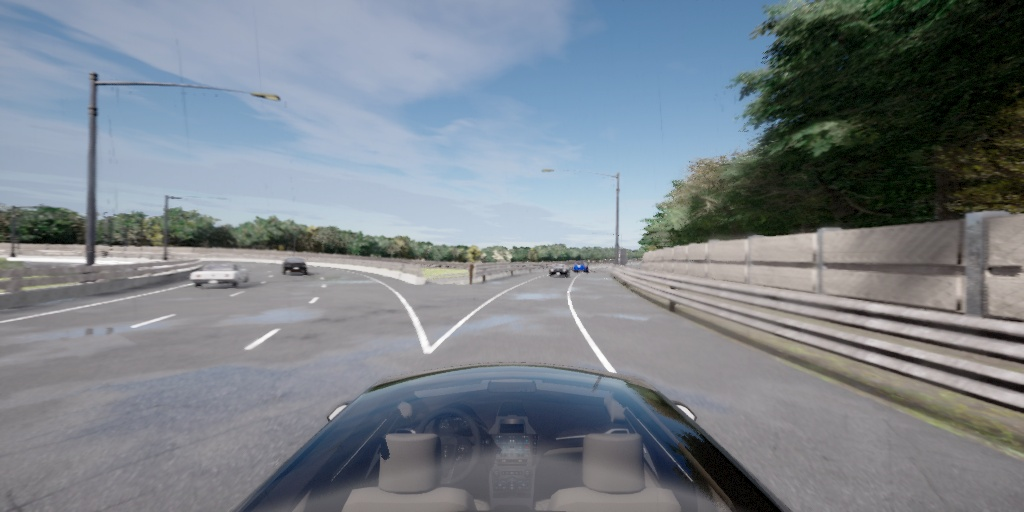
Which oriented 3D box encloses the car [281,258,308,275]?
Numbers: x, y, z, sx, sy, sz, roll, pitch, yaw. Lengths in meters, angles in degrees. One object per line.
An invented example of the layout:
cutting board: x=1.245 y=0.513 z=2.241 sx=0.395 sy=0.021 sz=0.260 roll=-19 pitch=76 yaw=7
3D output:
car: x=-20.331 y=0.892 z=33.477 sx=1.882 sy=1.535 sz=5.008 roll=1 pitch=0 yaw=-34

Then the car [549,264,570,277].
car: x=5.066 y=1.512 z=37.614 sx=1.895 sy=1.301 sz=4.718 roll=1 pitch=-1 yaw=13

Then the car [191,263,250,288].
car: x=-16.736 y=1.072 z=20.860 sx=1.895 sy=1.301 sz=4.718 roll=1 pitch=0 yaw=-28
